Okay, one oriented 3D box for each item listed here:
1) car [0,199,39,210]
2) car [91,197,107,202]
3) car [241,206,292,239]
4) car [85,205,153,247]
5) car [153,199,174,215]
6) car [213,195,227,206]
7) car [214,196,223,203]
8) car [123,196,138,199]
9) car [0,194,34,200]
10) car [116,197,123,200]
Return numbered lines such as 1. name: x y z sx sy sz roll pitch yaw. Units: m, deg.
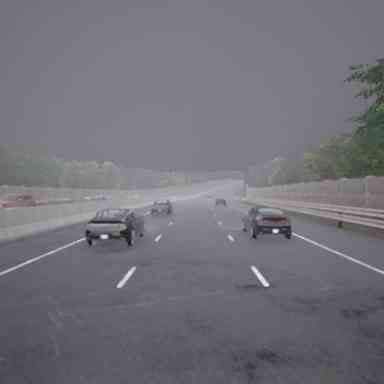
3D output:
1. car: -13.746 1.534 26.932 1.994 1.385 4.181 0 0 1
2. car: -18.957 1.631 68.551 2.033 1.411 5.357 0 0 3
3. car: 3.759 1.487 17.242 1.837 1.490 4.892 0 0 1
4. car: -3.274 1.470 14.954 2.128 1.511 4.902 0 0 1
5. car: -2.886 1.480 33.049 2.128 1.511 4.902 0 0 2
6. car: 4.943 1.588 56.817 1.837 1.490 4.892 0 0 3
7. car: 6.226 1.767 78.572 1.837 1.490 4.892 0 -1 4
8. car: -11.971 1.633 68.109 2.128 1.511 4.902 0 0 3
9. car: -17.121 1.190 31.892 2.150 2.045 5.566 0 0 2
10. car: -15.172 1.702 73.167 1.895 1.301 4.718 0 0 4
